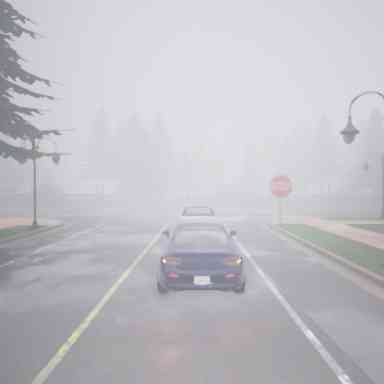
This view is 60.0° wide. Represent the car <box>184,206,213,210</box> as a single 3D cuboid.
[{"bbox_3d":[0.338,1.381,17.553,1.895,1.301,4.718,0,1,1],"label":"car"}]

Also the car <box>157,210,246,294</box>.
[{"bbox_3d":[0.200,1.420,8.379,1.812,1.442,4.674,0,1,0],"label":"car"}]
